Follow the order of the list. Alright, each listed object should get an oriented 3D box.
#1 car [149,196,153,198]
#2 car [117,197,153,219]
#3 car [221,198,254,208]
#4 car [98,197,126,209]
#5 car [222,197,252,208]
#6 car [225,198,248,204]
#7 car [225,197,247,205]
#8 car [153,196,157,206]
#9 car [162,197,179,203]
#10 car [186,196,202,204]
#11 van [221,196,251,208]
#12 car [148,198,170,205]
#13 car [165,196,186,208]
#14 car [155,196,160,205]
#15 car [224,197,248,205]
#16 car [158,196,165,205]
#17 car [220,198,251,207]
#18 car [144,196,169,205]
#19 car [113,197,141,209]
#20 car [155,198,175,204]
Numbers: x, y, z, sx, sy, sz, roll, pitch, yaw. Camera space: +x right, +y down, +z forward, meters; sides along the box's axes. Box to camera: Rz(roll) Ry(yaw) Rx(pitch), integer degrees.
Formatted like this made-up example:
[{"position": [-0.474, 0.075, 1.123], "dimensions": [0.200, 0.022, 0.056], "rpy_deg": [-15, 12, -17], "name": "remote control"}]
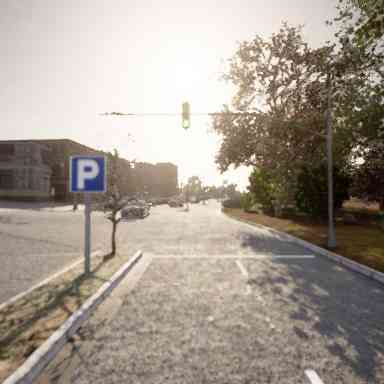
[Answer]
[{"position": [-10.232, 2.009, 61.799], "dimensions": [4.892, 1.521, 2.231], "rpy_deg": [-1, -1, -14], "name": "car"}, {"position": [-5.062, 1.528, 29.911], "dimensions": [1.837, 1.490, 4.892], "rpy_deg": [1, 1, 3], "name": "car"}, {"position": [7.994, 1.916, 58.463], "dimensions": [5.366, 1.575, 1.946], "rpy_deg": [1, -1, -13], "name": "car"}, {"position": [-11.625, 1.909, 49.840], "dimensions": [4.792, 1.488, 2.163], "rpy_deg": [-1, 0, -15], "name": "car"}, {"position": [7.468, 1.760, 55.469], "dimensions": [4.553, 1.767, 2.185], "rpy_deg": [1, -1, -14], "name": "car"}, {"position": [10.487, 2.133, 78.973], "dimensions": [5.008, 1.535, 2.097], "rpy_deg": [1, -1, -11], "name": "car"}, {"position": [10.091, 1.978, 76.045], "dimensions": [4.553, 1.767, 2.185], "rpy_deg": [1, 0, -11], "name": "car"}, {"position": [-9.869, 2.081, 64.795], "dimensions": [4.674, 1.452, 2.002], "rpy_deg": [-1, -1, -13], "name": "car"}, {"position": [-5.893, 2.214, 91.694], "dimensions": [4.553, 1.767, 2.185], "rpy_deg": [-1, -1, -11], "name": "car"}, {"position": [0.362, 2.241, 82.103], "dimensions": [2.128, 1.511, 4.902], "rpy_deg": [0, -1, 9], "name": "car"}, {"position": [7.094, 1.627, 52.499], "dimensions": [4.442, 1.987, 1.878], "rpy_deg": [1, 0, -14], "name": "van"}, {"position": [-7.860, 2.209, 79.770], "dimensions": [5.008, 1.535, 2.097], "rpy_deg": [-1, -1, -12], "name": "car"}, {"position": [-2.837, 1.785, 58.220], "dimensions": [2.097, 1.767, 4.553], "rpy_deg": [0, -1, 6], "name": "car"}, {"position": [-9.508, 2.115, 67.798], "dimensions": [4.674, 1.452, 2.002], "rpy_deg": [-1, -1, -13], "name": "car"}, {"position": [9.211, 1.915, 70.174], "dimensions": [4.553, 1.767, 2.185], "rpy_deg": [1, -1, -12], "name": "car"}, {"position": [-8.712, 2.182, 73.782], "dimensions": [4.674, 1.452, 2.002], "rpy_deg": [-1, -1, -12], "name": "car"}, {"position": [7.967, 1.943, 61.314], "dimensions": [5.366, 1.575, 1.946], "rpy_deg": [1, 0, -13], "name": "car"}, {"position": [-8.272, 1.923, 76.793], "dimensions": [5.566, 2.045, 2.435], "rpy_deg": [-1, -1, -12], "name": "car"}, {"position": [-10.906, 1.815, 55.788], "dimensions": [4.553, 1.767, 2.185], "rpy_deg": [-1, -1, -14], "name": "car"}, {"position": [-6.915, 2.274, 85.733], "dimensions": [5.008, 1.535, 2.097], "rpy_deg": [-1, -1, -11], "name": "car"}]
